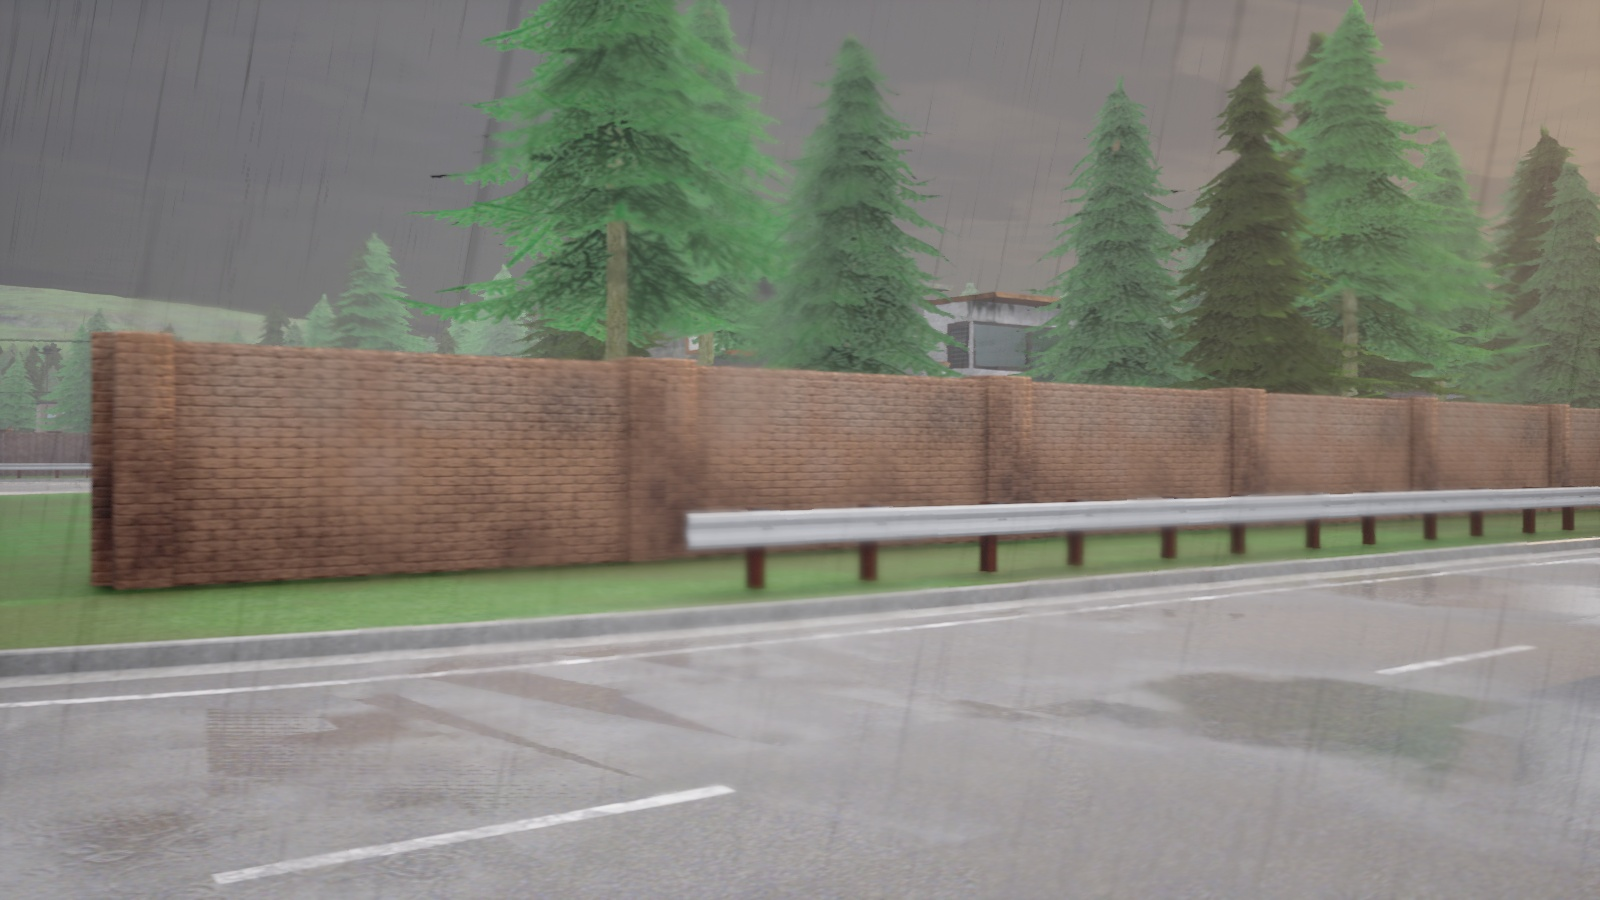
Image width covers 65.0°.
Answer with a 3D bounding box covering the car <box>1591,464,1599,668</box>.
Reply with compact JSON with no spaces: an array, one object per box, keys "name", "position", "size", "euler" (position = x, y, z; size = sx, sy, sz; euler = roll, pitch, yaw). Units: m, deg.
[{"name":"car","position":[8.280,0.798,9.422],"size":[5.357,1.411,2.033],"euler":[0,0,-35]}]
